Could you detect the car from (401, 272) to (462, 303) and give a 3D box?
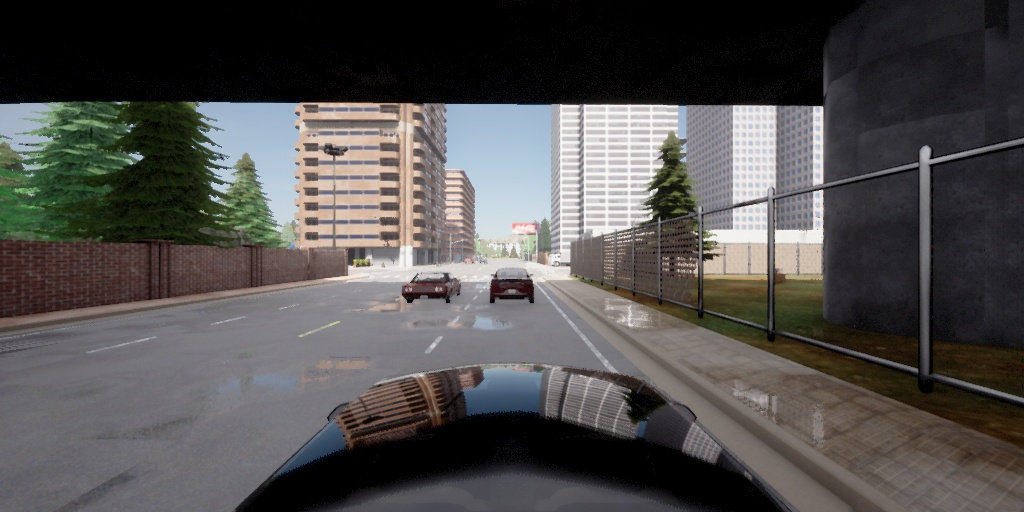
[{"bbox_3d":[-3.500,1.365,16.530,1.895,1.301,4.718,0,0,0],"label":"car"}]

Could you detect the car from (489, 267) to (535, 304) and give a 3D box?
[{"bbox_3d":[0.000,1.234,16.500,1.882,1.535,5.008,0,0,0],"label":"car"}]
